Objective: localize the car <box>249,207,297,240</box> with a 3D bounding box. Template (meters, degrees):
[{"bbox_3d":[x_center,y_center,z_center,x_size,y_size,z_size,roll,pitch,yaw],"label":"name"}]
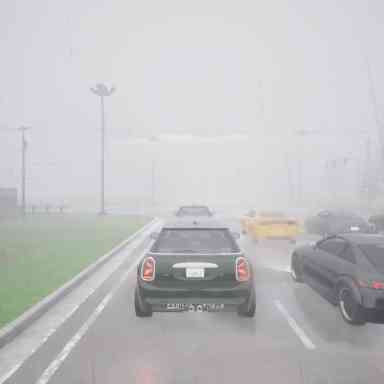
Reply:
[{"bbox_3d":[3.586,1.478,16.036,1.882,1.535,5.008,0,0,0],"label":"car"}]

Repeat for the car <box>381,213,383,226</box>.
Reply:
[{"bbox_3d":[10.586,1.492,16.411,2.128,1.511,4.902,0,0,0],"label":"car"}]

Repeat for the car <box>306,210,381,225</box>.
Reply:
[{"bbox_3d":[7.085,1.564,16.460,1.994,1.385,4.181,0,0,0],"label":"car"}]

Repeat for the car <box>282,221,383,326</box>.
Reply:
[{"bbox_3d":[3.565,1.564,7.075,1.994,1.385,4.181,0,0,0],"label":"car"}]

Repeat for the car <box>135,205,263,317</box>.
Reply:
[{"bbox_3d":[0.064,1.352,7.606,2.097,1.767,4.553,0,0,0],"label":"car"}]
